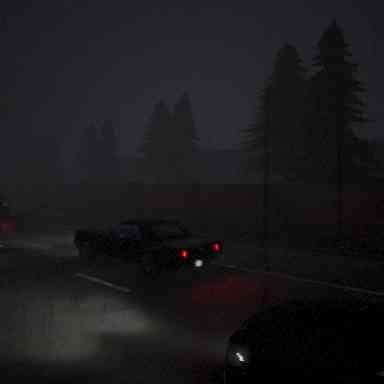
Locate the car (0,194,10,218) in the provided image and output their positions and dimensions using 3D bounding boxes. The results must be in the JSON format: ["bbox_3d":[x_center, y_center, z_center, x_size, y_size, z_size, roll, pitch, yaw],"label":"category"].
[{"bbox_3d":[-14.407,0.832,23.392,2.097,1.767,4.553,1,1,-40],"label":"car"}]

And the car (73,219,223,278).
[{"bbox_3d":[-1.514,1.467,9.848,4.718,1.301,1.895,2,1,40],"label":"car"}]

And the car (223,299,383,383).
[{"bbox_3d":[2.544,1.515,2.297,4.902,1.511,2.128,2,1,35],"label":"car"}]
